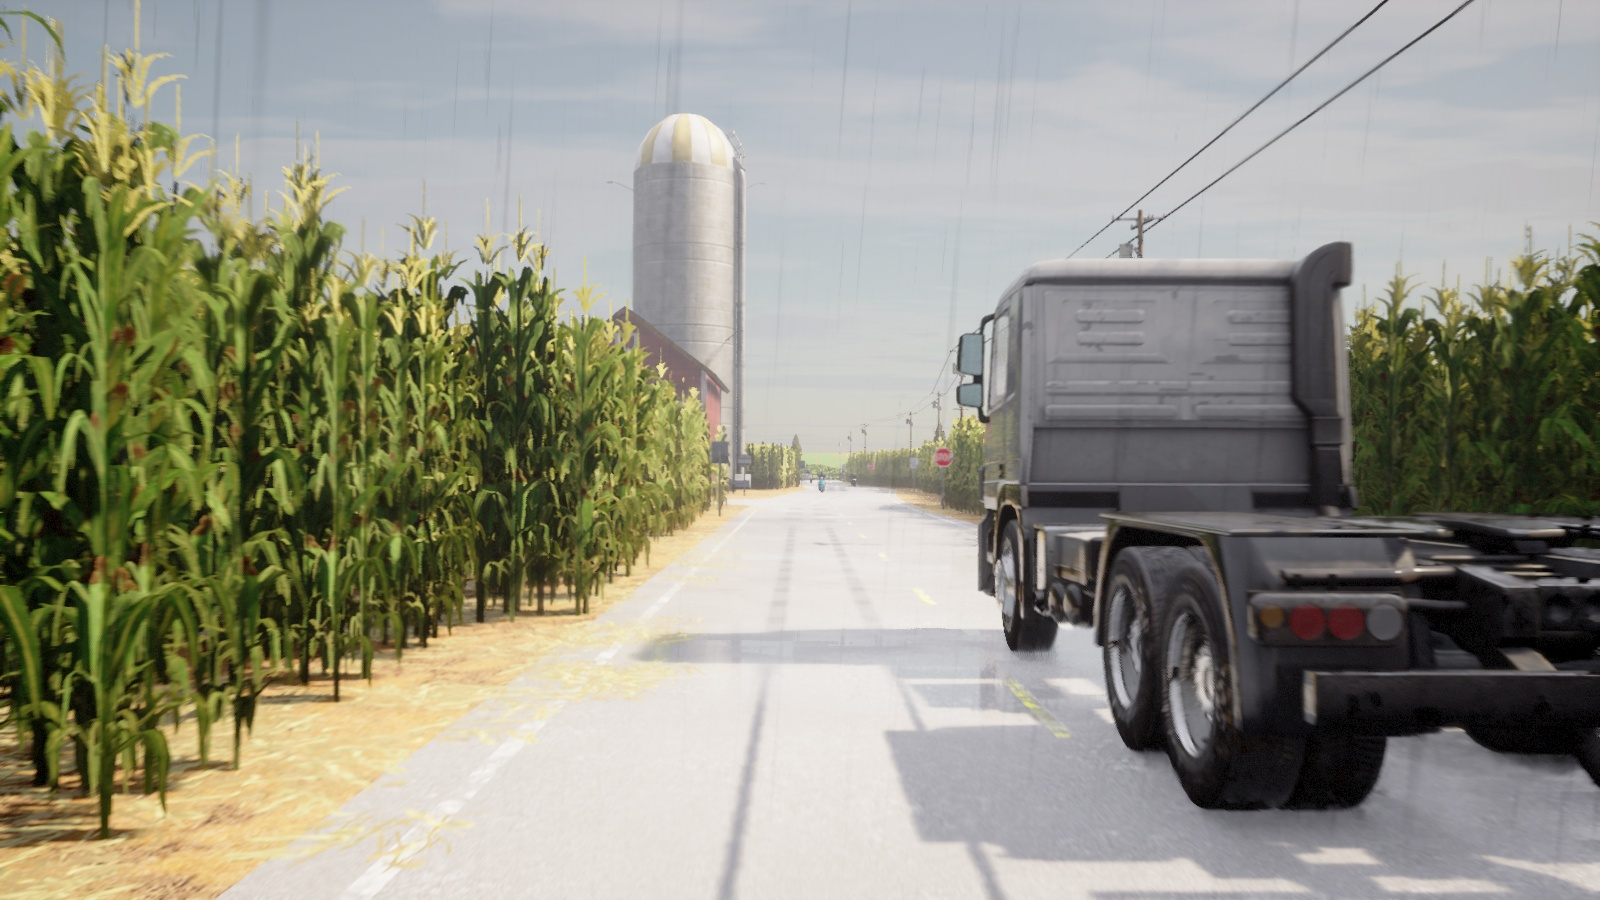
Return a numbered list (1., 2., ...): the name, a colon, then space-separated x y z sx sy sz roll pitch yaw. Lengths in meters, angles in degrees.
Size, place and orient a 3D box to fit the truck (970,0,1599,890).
1. truck: 3.177 -0.035 8.661 2.891 3.462 7.936 0 -1 0
